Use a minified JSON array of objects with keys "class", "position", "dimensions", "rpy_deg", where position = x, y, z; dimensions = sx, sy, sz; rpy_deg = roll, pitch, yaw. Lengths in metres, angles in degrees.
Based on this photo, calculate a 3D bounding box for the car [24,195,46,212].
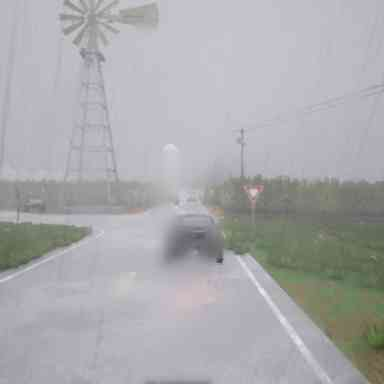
[{"class":"car","position":[-17.261,1.234,36.489],"dimensions":[1.905,1.878,3.866],"rpy_deg":[0,0,-31]}]

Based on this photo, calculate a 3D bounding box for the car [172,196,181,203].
[{"class":"car","position":[-3.276,1.556,70.473],"dimensions":[1.812,1.442,4.674],"rpy_deg":[0,0,0]}]

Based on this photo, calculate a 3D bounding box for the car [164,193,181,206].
[{"class":"car","position":[-3.314,1.248,55.184],"dimensions":[2.150,2.045,5.566],"rpy_deg":[0,0,0]}]

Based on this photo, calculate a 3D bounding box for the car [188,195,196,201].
[{"class":"car","position":[-0.089,1.465,82.058],"dimensions":[1.895,1.301,4.718],"rpy_deg":[0,0,0]}]

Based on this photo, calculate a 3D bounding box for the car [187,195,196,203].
[{"class":"car","position":[-0.078,1.578,72.025],"dimensions":[1.994,1.385,4.181],"rpy_deg":[0,0,0]}]

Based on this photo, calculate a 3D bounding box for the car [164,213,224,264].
[{"class":"car","position":[0.062,1.510,11.820],"dimensions":[1.837,1.490,4.892],"rpy_deg":[0,0,0]}]
